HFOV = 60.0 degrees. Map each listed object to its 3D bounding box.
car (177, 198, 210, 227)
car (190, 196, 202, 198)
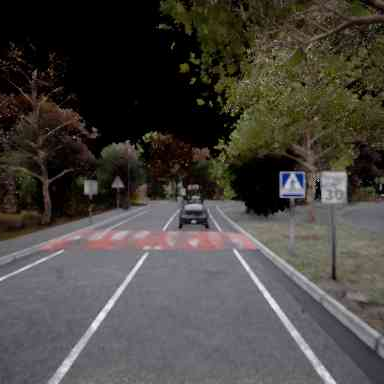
[{"bbox_3d":[0.106,1.432,21.828,1.837,1.490,4.892,0,1,0],"label":"car"},{"bbox_3d":[0.508,1.174,39.992,2.128,1.511,4.902,0,0,3],"label":"car"}]
